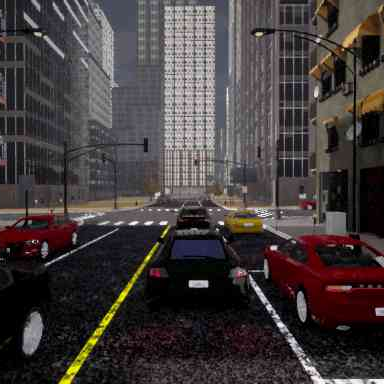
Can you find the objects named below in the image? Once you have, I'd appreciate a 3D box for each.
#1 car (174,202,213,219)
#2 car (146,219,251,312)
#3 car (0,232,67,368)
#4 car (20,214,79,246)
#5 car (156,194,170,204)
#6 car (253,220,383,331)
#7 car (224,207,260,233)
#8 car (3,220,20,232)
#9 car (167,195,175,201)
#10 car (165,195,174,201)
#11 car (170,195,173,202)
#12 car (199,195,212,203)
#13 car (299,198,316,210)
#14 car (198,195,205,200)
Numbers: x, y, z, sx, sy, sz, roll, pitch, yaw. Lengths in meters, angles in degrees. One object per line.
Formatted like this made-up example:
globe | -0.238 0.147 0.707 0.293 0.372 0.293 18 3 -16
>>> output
car | 0.088 1.503 17.763 1.837 1.490 4.892 0 0 -1
car | 0.108 1.563 7.778 1.994 1.385 4.181 0 0 0
car | -3.092 1.477 3.077 1.882 1.535 5.008 0 0 0
car | -5.691 1.543 12.438 1.887 1.381 4.507 -1 0 0
car | -5.660 1.542 61.474 1.887 1.381 4.507 -1 0 0
car | 2.686 1.544 6.895 1.887 1.381 4.507 -1 0 0
car | 2.693 1.523 18.112 1.752 1.417 4.829 -1 0 0
car | -5.696 1.439 6.914 1.967 1.590 4.097 -1 0 0
car | -5.643 1.544 89.272 1.887 1.381 4.507 -1 0 0
car | -5.648 1.524 83.543 1.752 1.417 4.829 -1 0 0
car | -5.659 1.313 67.034 2.192 1.841 5.009 -1 0 0
car | 2.718 1.437 61.468 1.967 1.590 4.097 -1 0 0
car | 14.274 1.256 37.060 4.507 1.381 1.887 -1 1 0
car | 2.741 1.582 94.826 1.802 1.307 4.206 -1 0 0
